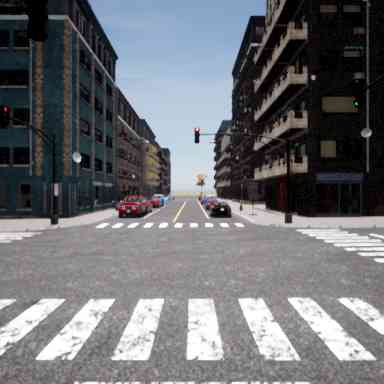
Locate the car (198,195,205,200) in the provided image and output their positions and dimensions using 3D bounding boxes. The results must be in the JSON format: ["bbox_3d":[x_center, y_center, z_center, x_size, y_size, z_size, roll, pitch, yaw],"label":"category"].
[{"bbox_3d":[2.575,1.445,91.368,1.887,1.381,4.507,0,0,0],"label":"car"}]

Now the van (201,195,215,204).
[{"bbox_3d":[2.572,1.301,46.951,1.690,1.788,3.998,0,0,0],"label":"van"}]

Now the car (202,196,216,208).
[{"bbox_3d":[2.571,1.548,41.399,1.802,1.307,4.206,0,0,0],"label":"car"}]

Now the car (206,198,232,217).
[{"bbox_3d":[2.569,1.544,30.295,1.947,1.339,4.313,0,0,0],"label":"car"}]

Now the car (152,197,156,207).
[{"bbox_3d":[-5.311,1.517,35.848,1.887,1.381,4.507,0,0,0],"label":"car"}]

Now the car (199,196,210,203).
[{"bbox_3d":[2.573,1.484,69.160,2.008,1.369,4.403,0,0,0],"label":"car"}]

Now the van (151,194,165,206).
[{"bbox_3d":[-5.308,1.295,52.503,1.690,1.788,3.998,0,0,0],"label":"van"}]

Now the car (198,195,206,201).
[{"bbox_3d":[2.575,1.454,85.816,1.887,1.381,4.507,0,0,0],"label":"car"}]

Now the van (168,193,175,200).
[{"bbox_3d":[-5.305,1.250,85.815,1.690,1.788,3.998,0,0,0],"label":"van"}]

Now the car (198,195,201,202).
[{"bbox_3d":[2.572,1.387,58.055,1.967,1.590,4.097,0,0,0],"label":"car"}]

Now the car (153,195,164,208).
[{"bbox_3d":[-5.309,1.505,46.952,1.887,1.381,4.507,0,0,0],"label":"car"}]

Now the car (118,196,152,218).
[{"bbox_3d":[-5.311,1.293,30.295,2.192,1.841,5.009,0,0,0],"label":"car"}]
